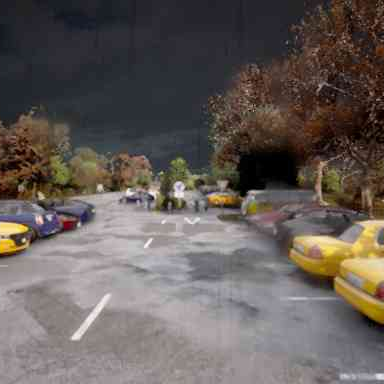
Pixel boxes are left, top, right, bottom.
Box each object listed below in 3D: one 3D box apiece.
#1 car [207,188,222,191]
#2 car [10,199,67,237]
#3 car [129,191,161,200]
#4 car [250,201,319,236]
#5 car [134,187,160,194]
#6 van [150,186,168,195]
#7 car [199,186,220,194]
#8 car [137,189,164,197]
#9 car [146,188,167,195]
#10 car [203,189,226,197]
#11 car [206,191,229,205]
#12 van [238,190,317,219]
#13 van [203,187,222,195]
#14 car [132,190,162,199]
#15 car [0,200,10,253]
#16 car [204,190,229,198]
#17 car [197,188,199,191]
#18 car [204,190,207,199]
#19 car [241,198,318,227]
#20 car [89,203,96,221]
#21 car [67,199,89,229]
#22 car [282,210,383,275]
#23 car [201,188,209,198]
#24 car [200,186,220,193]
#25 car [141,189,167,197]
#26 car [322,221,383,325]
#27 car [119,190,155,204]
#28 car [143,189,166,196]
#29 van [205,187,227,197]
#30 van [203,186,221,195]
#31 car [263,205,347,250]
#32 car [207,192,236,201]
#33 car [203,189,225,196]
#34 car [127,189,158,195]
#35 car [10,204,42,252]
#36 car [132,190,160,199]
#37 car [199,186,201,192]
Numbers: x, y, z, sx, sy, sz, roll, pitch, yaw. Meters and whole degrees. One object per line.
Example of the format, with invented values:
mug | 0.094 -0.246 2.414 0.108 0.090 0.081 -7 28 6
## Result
car | 4.841 0.763 49.246 4.553 1.767 2.185 0 2 0
car | -7.992 1.128 13.741 4.553 1.767 2.185 0 1 0
car | -8.081 0.609 57.455 5.366 1.575 1.946 0 2 0
car | 5.060 1.289 13.924 4.674 1.452 2.002 0 1 0
car | -8.239 0.454 54.672 5.566 2.045 2.435 0 2 0
van | -8.141 -0.369 82.413 4.442 1.987 1.878 0 1 0
car | 4.797 -0.599 90.643 5.566 2.045 2.435 0 1 0
car | -8.448 0.235 68.674 5.366 1.575 1.946 0 2 0
car | -8.229 -0.128 76.867 4.553 1.767 2.185 0 2 0
car | 4.847 0.182 71.399 4.792 1.488 2.163 0 2 0
car | 4.804 0.981 46.481 5.008 1.535 2.097 0 2 0
van | 4.937 0.883 19.374 4.442 1.987 1.878 -1 1 0
van | 4.711 -0.225 76.782 4.442 1.987 1.878 0 2 0
car | -8.450 0.423 63.004 5.366 1.575 1.946 0 2 0
car | -8.001 1.124 8.168 5.566 2.045 2.435 0 1 0
car | 4.788 0.364 65.737 4.792 1.488 2.163 0 2 0
car | 4.796 -0.530 87.873 5.566 2.045 2.435 0 1 0
car | 4.782 0.829 51.896 4.792 1.488 2.163 0 2 0
car | 5.063 1.217 16.709 4.674 1.452 2.002 0 1 0
car | -8.046 1.138 19.313 4.792 1.488 2.163 0 2 0
car | -7.990 1.211 16.530 4.792 1.488 2.163 0 1 0
car | 5.236 1.371 8.220 5.366 1.575 1.946 0 1 0
car | 4.627 0.610 57.432 5.366 1.575 1.946 0 2 0
car | 4.844 0.176 62.960 5.566 2.045 2.435 0 2 0
car | -8.077 0.151 71.326 5.366 1.575 1.946 0 2 0
car | 5.233 1.418 5.425 5.366 1.575 1.946 0 1 0
car | -8.299 0.922 49.132 4.792 1.488 2.163 0 2 0
car | -8.267 0.074 74.092 4.892 1.521 2.231 0 2 0
van | 4.934 0.014 68.621 4.442 1.987 1.878 0 2 0
van | 4.938 -0.366 82.336 4.442 1.987 1.878 0 1 0
car | 5.082 1.347 11.013 4.792 1.488 2.163 0 1 0
car | 4.809 0.747 54.665 4.674 1.452 2.002 0 2 0
car | 4.848 0.105 74.037 4.792 1.488 2.163 0 2 0
car | -8.263 0.799 51.906 5.008 1.535 2.097 0 2 0
car | -8.032 1.319 10.966 5.008 1.535 2.097 0 1 0
car | -8.260 0.520 60.230 4.892 1.521 2.231 0 2 0
car | 4.826 -0.072 79.572 5.008 1.535 2.097 0 1 0
